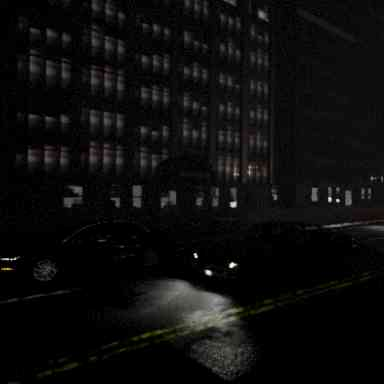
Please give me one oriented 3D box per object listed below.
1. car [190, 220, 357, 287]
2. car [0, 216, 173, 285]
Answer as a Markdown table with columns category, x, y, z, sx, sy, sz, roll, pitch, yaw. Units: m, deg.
| category | x | y | z | sx | sy | sz | roll | pitch | yaw |
| --- | --- | --- | --- | --- | --- | --- | --- | --- | --- |
| car | 2.561 | 1.542 | 9.503 | 5.357 | 1.411 | 2.033 | 0 | 0 | -35 |
| car | -2.870 | 1.504 | 9.622 | 4.892 | 1.490 | 1.837 | 0 | 0 | -35 |
